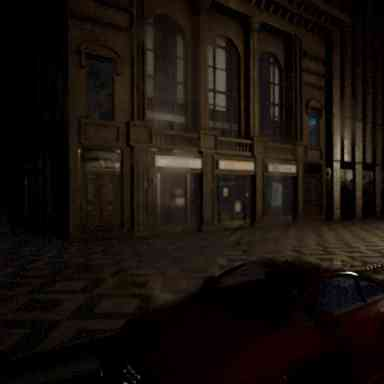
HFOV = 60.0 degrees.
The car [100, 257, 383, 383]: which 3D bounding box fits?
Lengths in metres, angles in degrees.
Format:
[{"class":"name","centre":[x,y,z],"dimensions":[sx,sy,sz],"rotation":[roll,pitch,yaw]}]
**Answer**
[{"class":"car","centre":[1.081,1.571,4.029],"dimensions":[4.181,1.385,1.994],"rotation":[0,0,-36]}]
